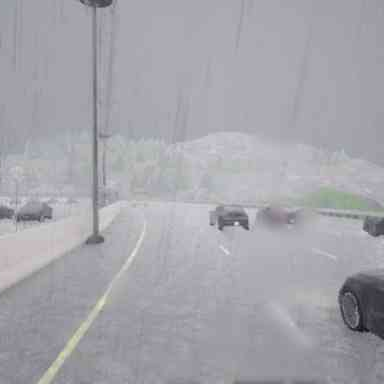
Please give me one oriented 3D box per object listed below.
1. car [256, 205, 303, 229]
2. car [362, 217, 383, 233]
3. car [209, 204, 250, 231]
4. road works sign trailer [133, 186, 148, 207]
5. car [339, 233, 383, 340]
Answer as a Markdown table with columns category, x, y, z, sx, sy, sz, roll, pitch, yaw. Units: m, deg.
| category | x | y | z | sx | sy | sz | roll | pitch | yaw |
| --- | --- | --- | --- | --- | --- | --- | --- | --- | --- |
| car | 5.707 | 1.566 | 21.999 | 1.812 | 1.442 | 4.674 | 0 | 0 | -6 |
| car | 9.961 | 1.536 | 14.954 | 2.033 | 1.411 | 5.357 | 0 | 0 | -5 |
| car | 2.283 | 1.564 | 21.267 | 1.837 | 1.490 | 4.892 | 0 | 0 | -6 |
| road works sign trailer | -8.881 | 0.716 | 56.536 | 2.380 | 3.560 | 2.880 | 0 | 0 | -19 |
| car | 3.481 | 1.517 | 3.850 | 1.812 | 1.442 | 4.674 | 0 | 0 | -1 |
